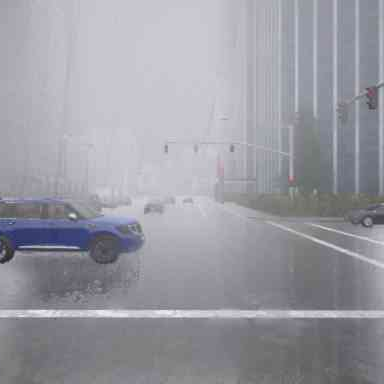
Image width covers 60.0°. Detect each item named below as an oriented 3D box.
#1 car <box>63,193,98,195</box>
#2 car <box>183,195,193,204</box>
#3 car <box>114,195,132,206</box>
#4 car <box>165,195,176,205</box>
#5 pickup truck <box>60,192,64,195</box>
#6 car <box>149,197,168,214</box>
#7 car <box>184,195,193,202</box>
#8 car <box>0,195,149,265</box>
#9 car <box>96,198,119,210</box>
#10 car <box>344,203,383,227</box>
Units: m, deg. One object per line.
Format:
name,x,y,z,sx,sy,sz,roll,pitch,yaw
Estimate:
car,-11.091,1.221,34.787,2.150,2.045,5.566,0,0,-1
car,-0.754,1.526,65.241,1.812,1.442,4.674,0,0,0
car,-11.251,1.352,54.523,2.097,1.767,4.553,0,0,-1
car,-4.116,1.352,60.735,2.097,1.767,4.553,0,0,0
pickup truck,-24.331,1.059,59.937,2.390,2.098,6.274,0,0,30
car,-3.894,1.525,34.982,1.812,1.442,4.674,0,0,0
car,-0.841,1.387,75.492,1.882,1.535,5.008,0,0,0
car,-4.456,1.222,11.248,5.566,2.045,2.150,0,0,0
car,-11.176,1.564,44.316,1.994,1.385,4.181,0,0,-1
car,12.630,1.505,21.981,4.892,1.490,1.837,0,0,0
